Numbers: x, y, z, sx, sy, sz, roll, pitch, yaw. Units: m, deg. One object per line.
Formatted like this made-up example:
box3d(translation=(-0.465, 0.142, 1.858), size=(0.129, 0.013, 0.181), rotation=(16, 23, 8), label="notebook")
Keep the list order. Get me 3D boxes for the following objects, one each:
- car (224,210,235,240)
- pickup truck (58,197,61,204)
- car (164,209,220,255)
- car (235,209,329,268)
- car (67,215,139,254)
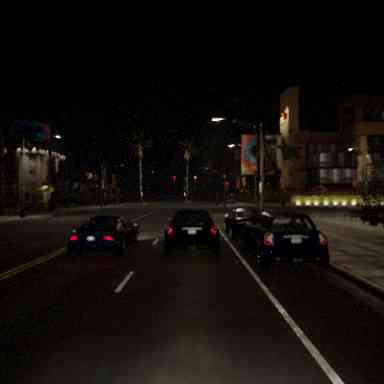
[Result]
box3d(translation=(2.904, 1.651, 18.279), size=(2.097, 1.535, 5.008), rotation=(0, -1, 0), label="car")
box3d(translation=(-28.587, 1.825, 78.753), size=(6.274, 2.098, 2.390), rotation=(0, -1, 0), label="pickup truck")
box3d(translation=(0.006, 1.482, 14.086), size=(2.097, 1.767, 4.553), rotation=(0, -1, 0), label="car")
box3d(translation=(3.042, 1.466, 11.855), size=(2.185, 1.767, 4.553), rotation=(0, -1, 0), label="car")
box3d(translation=(-3.496, 1.679, 13.989), size=(2.033, 1.411, 5.357), rotation=(0, -1, 0), label="car")
